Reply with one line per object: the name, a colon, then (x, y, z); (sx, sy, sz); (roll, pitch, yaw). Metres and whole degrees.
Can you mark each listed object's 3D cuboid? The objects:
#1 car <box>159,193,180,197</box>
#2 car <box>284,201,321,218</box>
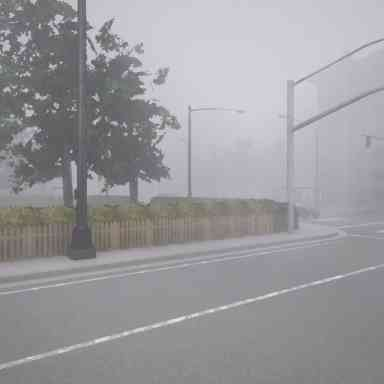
car: (-3.001, 1.222, 48.278); (2.150, 2.045, 5.566); (0, 0, -35)
car: (9.406, 1.526, 30.334); (1.812, 1.442, 4.674); (0, 0, -35)
